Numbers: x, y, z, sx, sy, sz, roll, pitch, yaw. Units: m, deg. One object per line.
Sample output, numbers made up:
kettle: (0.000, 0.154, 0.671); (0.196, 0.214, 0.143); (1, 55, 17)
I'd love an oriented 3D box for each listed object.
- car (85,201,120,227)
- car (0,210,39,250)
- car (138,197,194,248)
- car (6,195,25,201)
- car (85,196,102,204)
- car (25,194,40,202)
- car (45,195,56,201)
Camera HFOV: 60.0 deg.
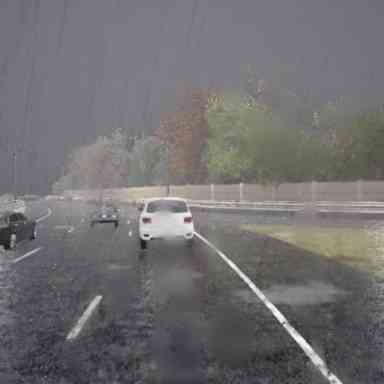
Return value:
car: (-6.154, 1.597, 23.570); (2.033, 1.411, 5.357); (0, 0, -14)
car: (-8.184, 1.559, 14.414); (1.837, 1.490, 4.892); (0, 0, -9)
car: (-1.255, 1.239, 15.178); (2.150, 2.045, 5.566); (0, 0, -7)
car: (-42.120, 1.595, 78.433); (4.892, 1.490, 1.837); (0, 0, 40)
car: (-17.725, 1.488, 59.843); (2.097, 1.767, 4.553); (0, 0, -32)
car: (-39.737, 1.439, 80.997); (4.553, 1.767, 2.097); (0, 0, 40)
car: (-35.485, 1.541, 83.507); (1.882, 1.535, 5.008); (0, 0, -35)
